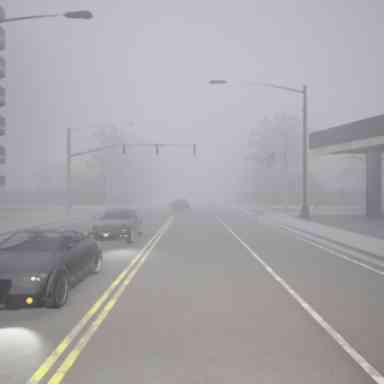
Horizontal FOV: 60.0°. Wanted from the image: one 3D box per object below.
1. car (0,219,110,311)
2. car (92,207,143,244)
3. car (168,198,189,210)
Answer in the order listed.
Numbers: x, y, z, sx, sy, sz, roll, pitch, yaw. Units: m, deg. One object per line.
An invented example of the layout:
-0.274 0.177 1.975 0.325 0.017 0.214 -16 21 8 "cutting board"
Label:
-3.512 1.567 7.734 1.994 1.385 4.181 0 0 0 "car"
-3.497 1.512 15.977 1.837 1.490 4.892 0 0 0 "car"
-1.726 1.510 42.298 2.128 1.511 4.902 0 0 -16 "car"
